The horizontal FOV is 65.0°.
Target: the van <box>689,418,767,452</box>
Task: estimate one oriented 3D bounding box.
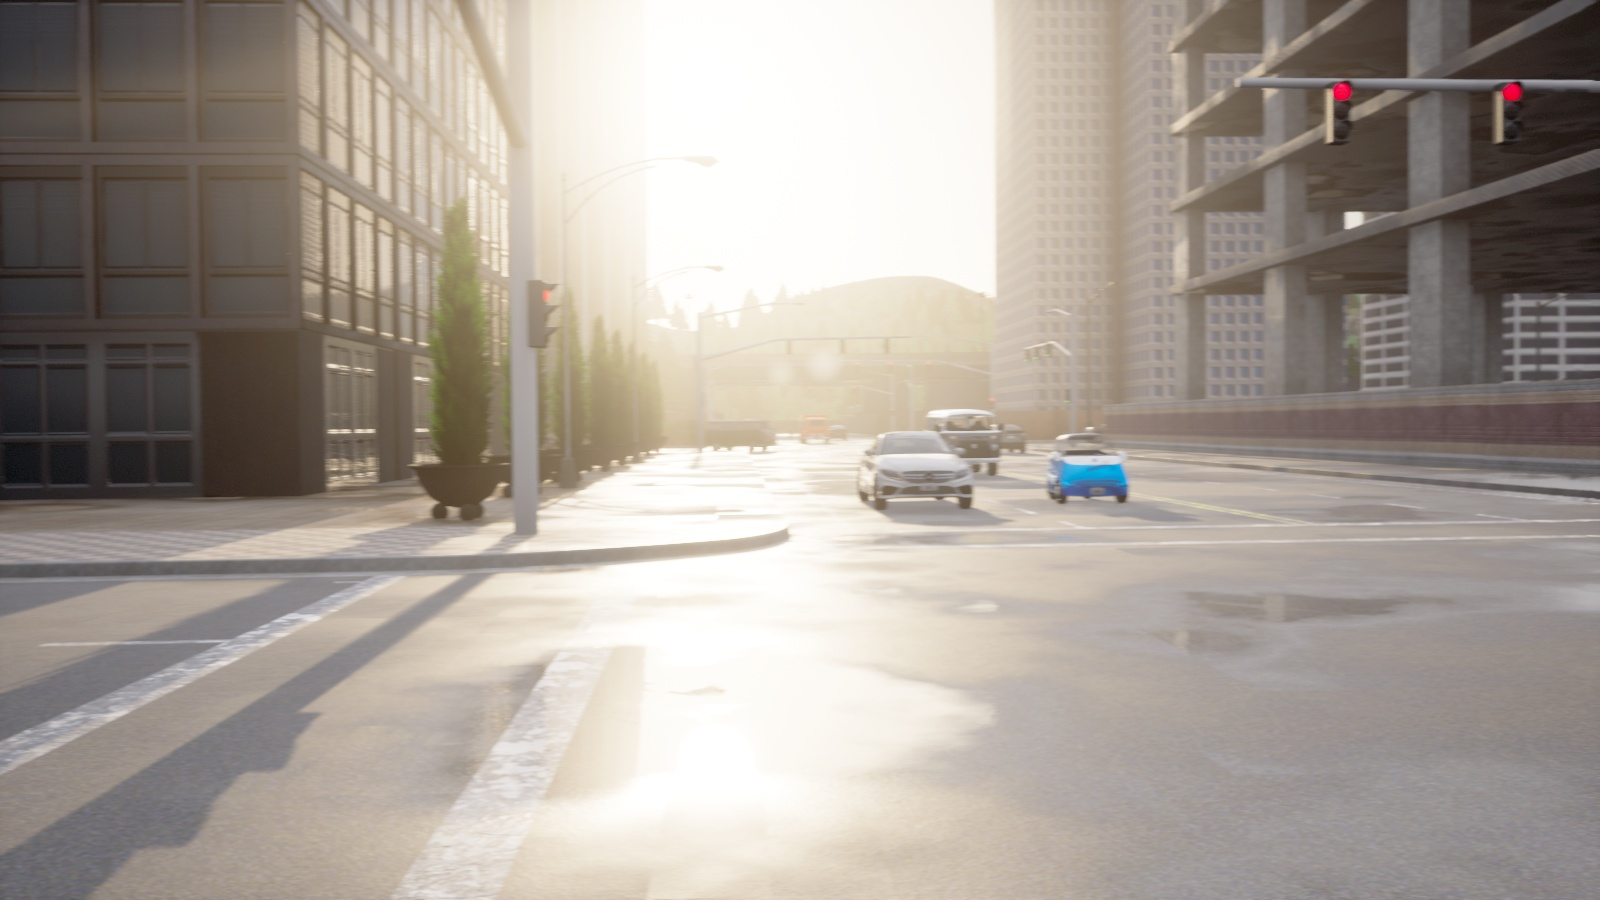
[{"bbox_3d":[-4.355,-0.910,75.995,4.442,1.987,1.775,1,1,30],"label":"van"}]

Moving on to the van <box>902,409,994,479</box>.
[{"bbox_3d":[4.487,-0.217,38.769,2.069,2.038,4.480,0,1,-4],"label":"van"}]

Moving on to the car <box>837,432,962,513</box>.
[{"bbox_3d":[1.868,0.372,24.989,1.812,1.442,4.674,0,1,-4],"label":"car"}]

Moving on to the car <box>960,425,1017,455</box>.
[{"bbox_3d":[9.782,-0.550,65.533,2.007,1.525,4.514,0,1,-4],"label":"car"}]

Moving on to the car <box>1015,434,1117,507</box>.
[{"bbox_3d":[5.347,0.382,25.416,1.481,1.376,2.207,0,1,-4],"label":"car"}]

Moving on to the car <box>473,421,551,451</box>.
[{"bbox_3d":[-18.452,-0.895,80.652,4.605,1.855,1.932,0,1,-4],"label":"car"}]
